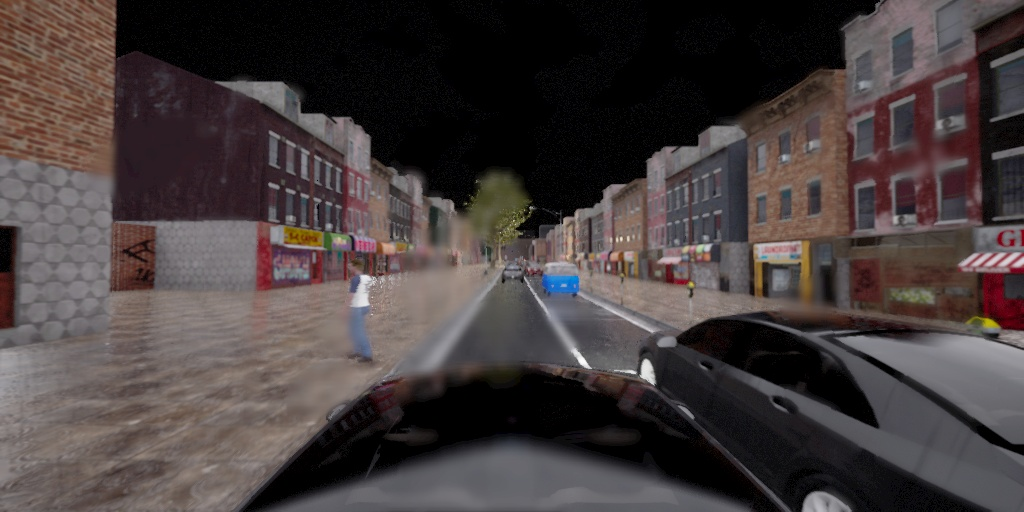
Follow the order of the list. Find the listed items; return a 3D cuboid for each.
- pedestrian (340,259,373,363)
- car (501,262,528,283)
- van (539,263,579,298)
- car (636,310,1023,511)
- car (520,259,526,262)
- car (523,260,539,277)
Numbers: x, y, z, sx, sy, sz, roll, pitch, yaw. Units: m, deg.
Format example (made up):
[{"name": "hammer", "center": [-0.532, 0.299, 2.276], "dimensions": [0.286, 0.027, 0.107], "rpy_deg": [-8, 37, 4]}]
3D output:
[{"name": "pedestrian", "center": [-2.724, 0.946, 6.375], "dimensions": [0.375, 1.860, 0.375], "rpy_deg": [0, -1, 0]}, {"name": "car", "center": [0.078, 1.537, 31.523], "dimensions": [2.128, 1.511, 4.902], "rpy_deg": [0, 0, 0]}, {"name": "van", "center": [2.629, 1.284, 19.974], "dimensions": [1.690, 1.789, 3.998], "rpy_deg": [0, 0, 0]}, {"name": "car", "center": [2.750, 1.275, 3.421], "dimensions": [1.837, 1.490, 4.892], "rpy_deg": [0, -1, 0]}, {"name": "car", "center": [2.614, 1.479, 47.684], "dimensions": [2.192, 1.841, 5.009], "rpy_deg": [0, 0, 0]}, {"name": "car", "center": [2.617, 1.566, 42.142], "dimensions": [1.967, 1.591, 4.097], "rpy_deg": [0, 0, 0]}]
